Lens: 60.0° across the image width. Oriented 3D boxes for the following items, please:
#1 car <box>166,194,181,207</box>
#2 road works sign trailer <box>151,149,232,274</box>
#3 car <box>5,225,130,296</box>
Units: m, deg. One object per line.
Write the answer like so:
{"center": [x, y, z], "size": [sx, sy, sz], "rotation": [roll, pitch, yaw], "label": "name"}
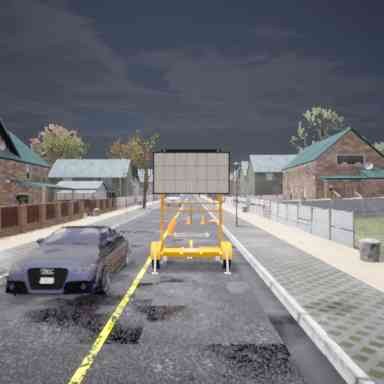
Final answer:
{"center": [-2.862, 1.221, 51.889], "size": [2.150, 2.045, 5.566], "rotation": [0, 0, 0], "label": "car"}
{"center": [-0.022, 0.467, 10.519], "size": [2.380, 3.560, 2.880], "rotation": [0, 0, 0], "label": "road works sign trailer"}
{"center": [-2.868, 1.566, 8.576], "size": [1.994, 1.385, 4.181], "rotation": [0, 0, 0], "label": "car"}
